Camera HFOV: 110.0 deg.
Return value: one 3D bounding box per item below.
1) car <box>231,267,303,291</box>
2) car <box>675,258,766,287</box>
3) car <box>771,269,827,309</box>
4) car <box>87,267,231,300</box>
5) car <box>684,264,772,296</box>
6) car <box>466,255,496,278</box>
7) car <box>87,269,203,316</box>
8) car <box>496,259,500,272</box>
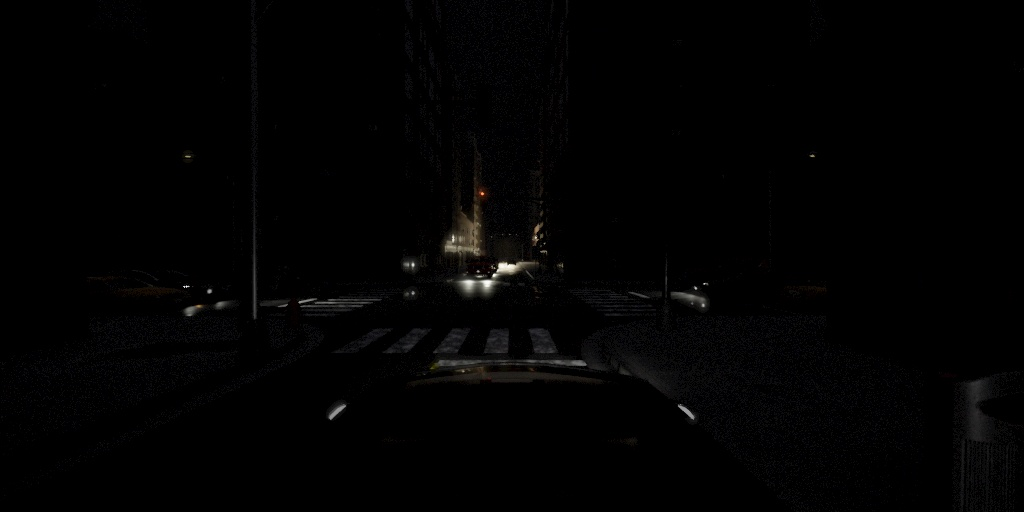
[{"bbox_3d":[-14.566,1.308,20.933,4.313,1.339,1.948,0,0,0],"label":"car"},{"bbox_3d":[12.317,1.031,20.945,5.009,1.841,2.192,0,0,0],"label":"car"},{"bbox_3d":[12.482,1.280,12.920,4.829,1.417,1.751,0,0,0],"label":"car"},{"bbox_3d":[-15.480,1.260,15.433,4.902,1.511,2.128,0,0,0],"label":"car"},{"bbox_3d":[12.137,1.276,18.369,5.357,1.411,2.033,0,0,3],"label":"car"},{"bbox_3d":[-2.906,0.963,33.514,2.150,2.045,5.566,0,0,0],"label":"car"},{"bbox_3d":[-14.402,1.305,12.908,4.829,1.417,1.751,0,0,0],"label":"car"},{"bbox_3d":[-2.922,0.956,43.903,2.150,2.045,5.566,0,0,0],"label":"car"}]
